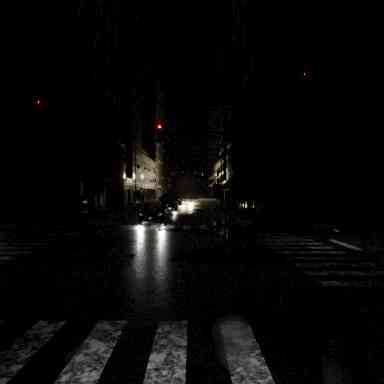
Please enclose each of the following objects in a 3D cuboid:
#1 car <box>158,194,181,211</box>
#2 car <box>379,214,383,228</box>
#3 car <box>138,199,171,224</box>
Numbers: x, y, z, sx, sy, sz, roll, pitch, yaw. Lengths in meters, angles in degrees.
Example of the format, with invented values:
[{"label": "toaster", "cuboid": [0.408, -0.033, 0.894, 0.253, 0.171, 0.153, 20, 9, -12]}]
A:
[{"label": "car", "cuboid": [-2.864, 1.207, 41.112, 2.150, 2.045, 5.566, 0, 0, 0]}, {"label": "car", "cuboid": [12.342, 1.282, 16.851, 5.009, 1.841, 2.192, 0, 0, 0]}, {"label": "car", "cuboid": [-2.860, 1.520, 24.961, 1.812, 1.442, 4.674, 0, 0, 0]}]
